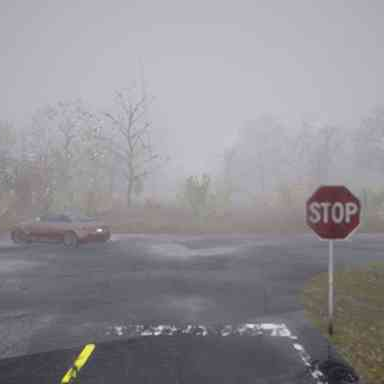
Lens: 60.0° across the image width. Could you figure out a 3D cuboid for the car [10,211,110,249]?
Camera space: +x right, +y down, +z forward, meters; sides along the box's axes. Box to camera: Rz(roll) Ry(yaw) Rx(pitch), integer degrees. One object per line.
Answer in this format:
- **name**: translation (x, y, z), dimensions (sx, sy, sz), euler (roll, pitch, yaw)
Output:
- **car**: translation (-5.584, 1.505, 14.112), dimensions (4.181, 1.385, 1.994), euler (0, 0, 23)
